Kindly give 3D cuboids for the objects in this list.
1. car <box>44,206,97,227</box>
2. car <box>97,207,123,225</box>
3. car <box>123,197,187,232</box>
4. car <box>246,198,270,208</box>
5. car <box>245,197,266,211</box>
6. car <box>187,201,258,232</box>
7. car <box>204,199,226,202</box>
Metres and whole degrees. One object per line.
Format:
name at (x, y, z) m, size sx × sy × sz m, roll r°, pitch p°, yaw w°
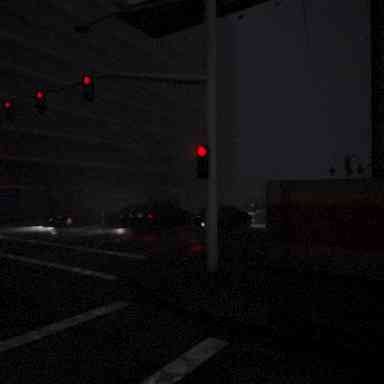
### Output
car at (-8.504, 1.707, 24.325) m, size 1.994 × 1.385 × 4.181 m, roll 0°, pitch 0°, yaw 35°
car at (-4.158, 1.596, 24.416) m, size 1.882 × 1.535 × 5.008 m, roll 0°, pitch 0°, yaw 35°
car at (-1.848, 1.445, 21.272) m, size 2.097 × 1.767 × 4.553 m, roll 0°, pitch 0°, yaw 35°
car at (10.075, 1.668, 50.544) m, size 1.812 × 1.442 × 4.674 m, roll 0°, pitch -1°, yaw 36°
car at (7.456, 1.471, 40.860) m, size 2.097 × 1.767 × 4.553 m, roll 0°, pitch 0°, yaw 36°
car at (2.043, 1.574, 20.713) m, size 1.837 × 1.490 × 4.892 m, roll 0°, pitch 0°, yaw 35°
car at (1.546, 1.683, 32.519) m, size 1.994 × 1.385 × 4.181 m, roll 0°, pitch 0°, yaw 34°
